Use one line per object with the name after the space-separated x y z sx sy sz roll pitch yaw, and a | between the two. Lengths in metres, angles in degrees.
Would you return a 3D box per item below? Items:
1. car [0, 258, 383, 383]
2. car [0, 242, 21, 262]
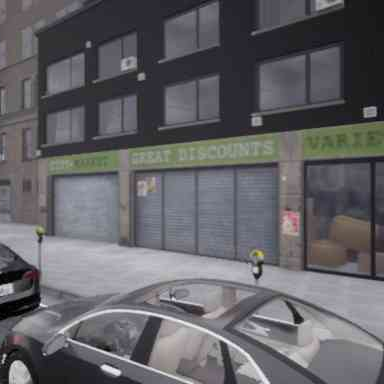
-0.141 1.552 3.182 4.403 1.369 2.008 0 0 36 | car
-4.637 1.572 6.390 4.313 1.339 1.947 0 0 36 | car
